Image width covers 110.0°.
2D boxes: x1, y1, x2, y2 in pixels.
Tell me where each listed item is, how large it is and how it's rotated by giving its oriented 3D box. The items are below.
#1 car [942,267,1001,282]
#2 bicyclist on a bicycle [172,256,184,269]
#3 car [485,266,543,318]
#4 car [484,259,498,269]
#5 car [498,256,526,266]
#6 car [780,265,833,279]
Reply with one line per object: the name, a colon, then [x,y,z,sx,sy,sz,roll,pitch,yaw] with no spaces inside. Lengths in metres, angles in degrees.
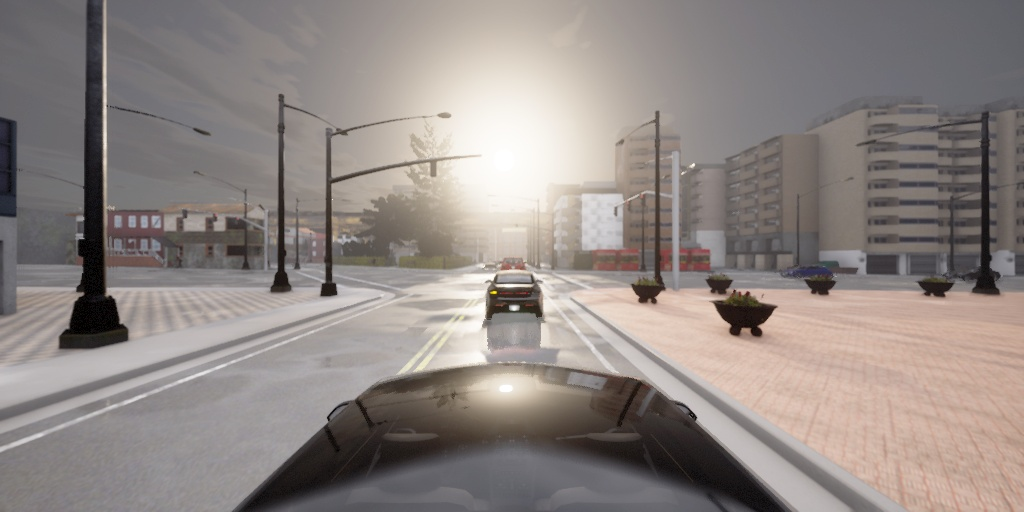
car: [47.569,1.836,37.118,4.674,1.442,1.812,1,0,0]
bicyclist on a bicycle: [-42.664,0.841,45.831,0.582,1.620,1.656,1,0,0]
car: [0.075,1.275,12.974,1.837,1.490,4.892,0,0,0]
car: [-3.537,1.403,60.539,2.033,1.411,5.357,0,0,1]
car: [0.103,1.054,32.252,2.150,2.045,5.566,0,0,0]
car: [30.448,1.670,37.085,4.674,1.442,1.812,1,0,0]
